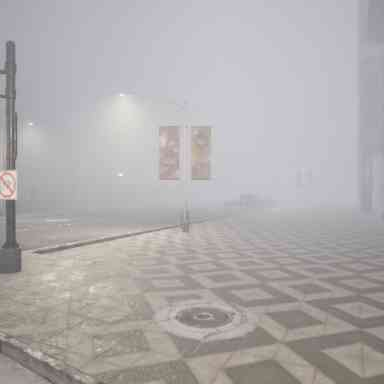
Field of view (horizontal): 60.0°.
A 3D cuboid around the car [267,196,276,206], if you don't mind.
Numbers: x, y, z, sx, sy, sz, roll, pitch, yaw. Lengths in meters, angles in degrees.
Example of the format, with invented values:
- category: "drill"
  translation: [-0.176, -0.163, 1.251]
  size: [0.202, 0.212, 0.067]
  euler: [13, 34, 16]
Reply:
- category: "car"
  translation: [12.671, 1.449, 55.178]
  size: [2.128, 1.511, 4.902]
  euler: [0, 0, 26]

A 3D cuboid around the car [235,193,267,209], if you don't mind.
- category: "car"
  translation: [8.159, 1.189, 45.846]
  size: [2.150, 2.045, 5.566]
  euler: [0, 0, 26]

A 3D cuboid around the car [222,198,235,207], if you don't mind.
- category: "car"
  translation: [6.106, 1.570, 49.063]
  size: [1.895, 1.301, 4.718]
  euler: [0, 0, 27]

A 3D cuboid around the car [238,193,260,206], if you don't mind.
- category: "car"
  translation: [9.762, 1.183, 56.630]
  size: [2.150, 2.045, 5.566]
  euler: [0, 0, 26]
